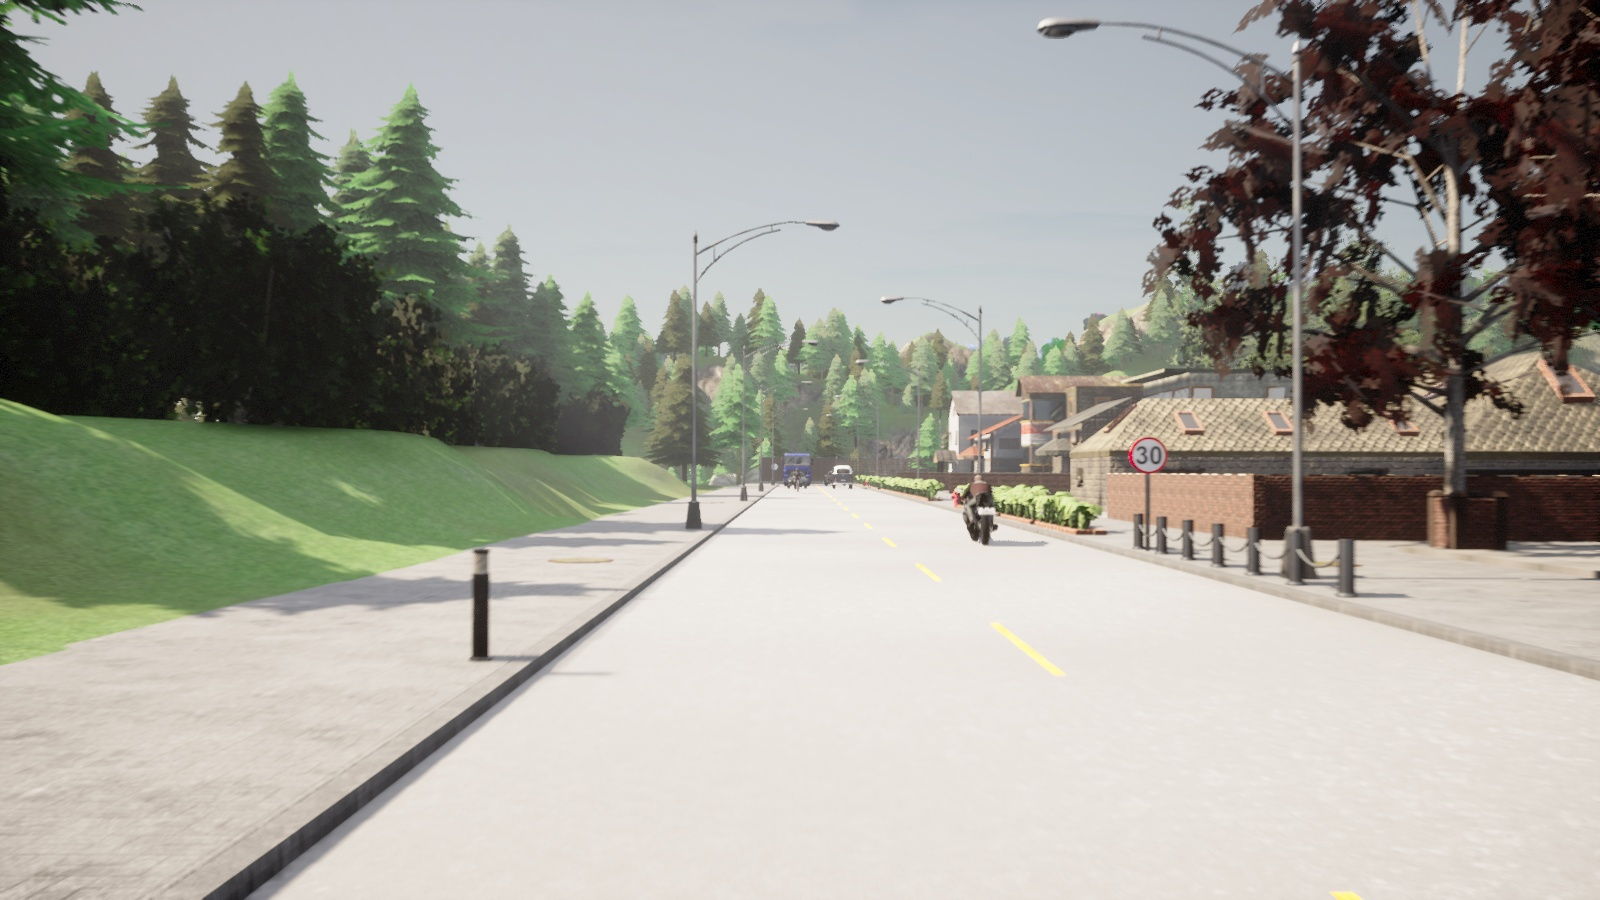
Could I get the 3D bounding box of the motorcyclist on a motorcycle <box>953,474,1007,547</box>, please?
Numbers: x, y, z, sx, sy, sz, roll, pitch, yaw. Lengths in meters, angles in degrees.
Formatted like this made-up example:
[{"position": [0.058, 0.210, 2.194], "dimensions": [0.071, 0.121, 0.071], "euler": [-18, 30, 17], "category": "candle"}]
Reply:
[{"position": [3.933, 1.295, 27.640], "dimensions": [0.866, 1.530, 2.191], "euler": [0, -1, 0], "category": "motorcyclist on a motorcycle"}]
